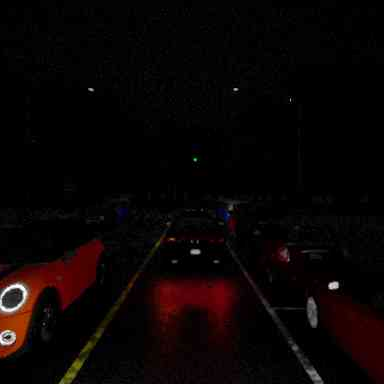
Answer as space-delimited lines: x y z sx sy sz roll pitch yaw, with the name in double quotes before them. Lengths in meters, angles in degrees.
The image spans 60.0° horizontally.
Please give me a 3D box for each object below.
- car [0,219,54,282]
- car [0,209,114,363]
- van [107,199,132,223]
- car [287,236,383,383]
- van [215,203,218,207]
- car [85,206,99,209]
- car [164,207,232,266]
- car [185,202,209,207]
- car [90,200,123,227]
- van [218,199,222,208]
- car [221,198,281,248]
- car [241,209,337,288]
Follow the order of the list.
"car" -5.764 1.591 9.355 1.947 1.339 4.313 0 0 0
"car" -3.094 1.369 6.169 2.097 1.767 4.553 0 0 0
"van" -5.765 1.412 25.668 1.690 1.788 3.998 0 0 0
"car" 2.762 1.556 3.918 1.887 1.381 4.507 0 0 0
"van" 2.761 1.413 25.668 1.690 1.788 3.998 0 0 0
"car" -5.764 1.565 14.623 1.752 1.417 4.829 0 0 0
"car" 0.099 1.510 11.690 1.882 1.535 5.008 0 0 0
"car" 0.356 1.569 27.535 2.128 1.511 4.902 0 0 6
"car" -5.764 1.496 20.230 1.967 1.590 4.097 0 0 0
"van" 2.761 1.397 20.231 1.690 1.788 3.998 0 0 0
"car" 2.761 1.356 14.793 2.192 1.841 5.009 0 0 0
"car" 2.761 1.466 9.355 1.967 1.590 4.097 0 0 0
